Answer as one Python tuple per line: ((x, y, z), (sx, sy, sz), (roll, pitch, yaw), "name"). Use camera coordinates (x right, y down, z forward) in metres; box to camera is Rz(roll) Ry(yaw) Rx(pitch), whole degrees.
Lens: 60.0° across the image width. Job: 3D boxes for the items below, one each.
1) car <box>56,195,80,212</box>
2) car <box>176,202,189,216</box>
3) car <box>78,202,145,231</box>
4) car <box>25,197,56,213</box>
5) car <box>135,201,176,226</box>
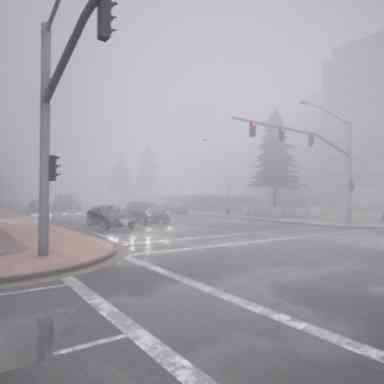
((-15.677, 1.359, 41.806), (2.150, 2.045, 5.566), (1, 0, -36), "car")
((-2.151, 1.754, 35.075), (1.812, 1.442, 4.674), (1, -1, -35), "car")
((-5.295, 1.588, 21.350), (2.128, 1.511, 4.902), (1, 0, -36), "car")
((-17.636, 1.601, 38.527), (1.837, 1.490, 4.892), (1, -1, -36), "car")
((-3.516, 1.494, 24.858), (2.097, 1.767, 4.553), (1, -1, -38), "car")
